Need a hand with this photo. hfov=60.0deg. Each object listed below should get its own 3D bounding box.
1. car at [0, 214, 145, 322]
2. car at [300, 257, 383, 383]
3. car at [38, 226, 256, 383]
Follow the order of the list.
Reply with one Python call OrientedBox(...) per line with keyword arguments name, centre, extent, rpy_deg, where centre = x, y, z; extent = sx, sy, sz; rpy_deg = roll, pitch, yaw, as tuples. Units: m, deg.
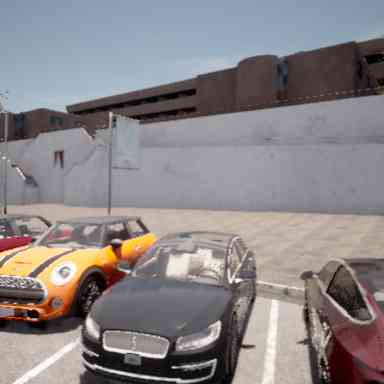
OrientedBox(name="car", centre=(-2.397, 1.369, 7.549), extent=(2.185, 1.767, 4.553), rpy_deg=(0, -1, 15))
OrientedBox(name="car", centre=(2.479, 1.516, 4.062), extent=(2.163, 1.488, 4.792), rpy_deg=(0, -1, 16))
OrientedBox(name="car", centre=(0.039, 1.491, 5.780), extent=(2.231, 1.521, 4.892), rpy_deg=(0, -1, 15))
